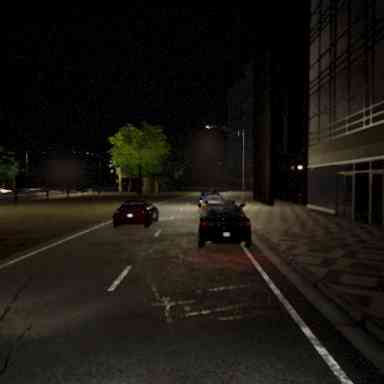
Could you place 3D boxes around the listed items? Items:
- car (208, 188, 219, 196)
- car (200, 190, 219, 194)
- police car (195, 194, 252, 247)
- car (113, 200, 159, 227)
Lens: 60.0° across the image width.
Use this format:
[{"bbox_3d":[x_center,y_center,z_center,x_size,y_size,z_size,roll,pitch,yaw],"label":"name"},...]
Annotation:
[{"bbox_3d":[4.340,-0.017,67.636,1.837,1.490,4.892,0,1,8],"label":"car"},{"bbox_3d":[1.517,0.914,23.368,1.801,1.575,5.366,0,1,2],"label":"car"},{"bbox_3d":[1.180,1.111,13.421,1.930,1.638,5.238,0,1,1],"label":"police car"},{"bbox_3d":[-3.076,1.124,18.871,1.994,1.385,4.181,0,1,2],"label":"car"}]
